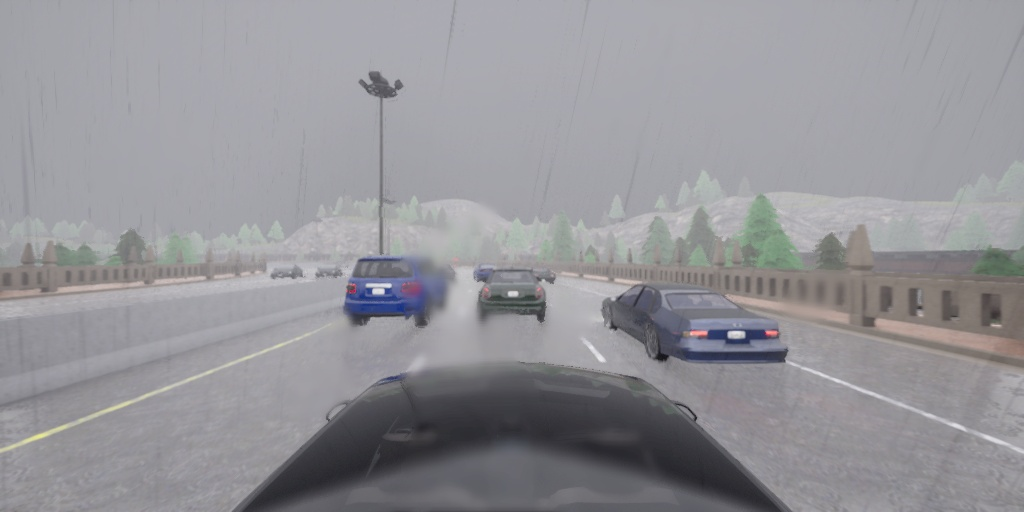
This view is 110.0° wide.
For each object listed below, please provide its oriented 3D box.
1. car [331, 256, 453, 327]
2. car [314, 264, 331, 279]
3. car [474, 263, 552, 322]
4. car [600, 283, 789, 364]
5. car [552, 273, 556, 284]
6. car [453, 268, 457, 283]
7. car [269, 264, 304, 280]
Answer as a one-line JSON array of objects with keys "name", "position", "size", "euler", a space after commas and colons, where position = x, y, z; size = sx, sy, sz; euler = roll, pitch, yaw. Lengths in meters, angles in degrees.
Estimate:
[{"name": "car", "position": [-3.499, 1.015, 11.871], "size": [2.150, 2.045, 5.566], "euler": [0, 0, -2]}, {"name": "car", "position": [-18.105, 1.475, 35.612], "size": [1.812, 1.442, 4.674], "euler": [0, 0, -17]}, {"name": "car", "position": [-0.057, 1.149, 12.710], "size": [2.097, 1.767, 4.553], "euler": [0, 0, -2]}, {"name": "car", "position": [3.575, 1.325, 8.282], "size": [2.033, 1.411, 5.357], "euler": [0, 0, -1]}, {"name": "car", "position": [1.903, 1.474, 27.819], "size": [1.895, 1.301, 4.718], "euler": [0, 0, -9]}, {"name": "car", "position": [-5.594, 1.455, 29.601], "size": [1.994, 1.385, 4.181], "euler": [0, 0, -11]}, {"name": "car", "position": [-21.306, 1.471, 34.147], "size": [1.812, 1.442, 4.674], "euler": [0, 0, -17]}]
